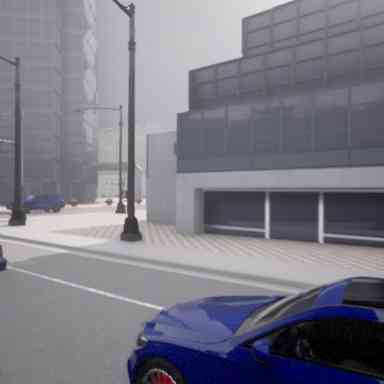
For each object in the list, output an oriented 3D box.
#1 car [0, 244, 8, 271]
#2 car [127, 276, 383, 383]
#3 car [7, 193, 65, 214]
[{"bbox_3d":[-7.151,1.554,9.141,5.357,1.411,2.033,0,0,36],"label":"car"},{"bbox_3d":[1.499,1.532,2.919,4.674,1.442,1.812,0,0,36],"label":"car"},{"bbox_3d":[-15.913,1.139,34.334,2.150,2.045,5.566,0,0,36],"label":"car"}]
